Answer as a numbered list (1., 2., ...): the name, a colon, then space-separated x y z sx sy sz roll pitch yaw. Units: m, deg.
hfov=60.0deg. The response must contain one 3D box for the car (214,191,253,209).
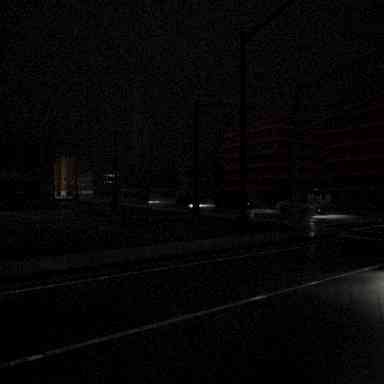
1. car: 4.961 0.948 40.762 2.150 2.045 5.566 0 1 -35

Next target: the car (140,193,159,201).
1. car: -7.565 0.900 59.114 1.994 1.385 4.181 0 1 -34

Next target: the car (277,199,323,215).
1. car: 10.481 1.393 32.690 1.812 1.442 4.674 0 1 -34

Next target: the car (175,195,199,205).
1. car: -0.701 1.115 49.033 1.994 1.385 4.181 0 1 -34
